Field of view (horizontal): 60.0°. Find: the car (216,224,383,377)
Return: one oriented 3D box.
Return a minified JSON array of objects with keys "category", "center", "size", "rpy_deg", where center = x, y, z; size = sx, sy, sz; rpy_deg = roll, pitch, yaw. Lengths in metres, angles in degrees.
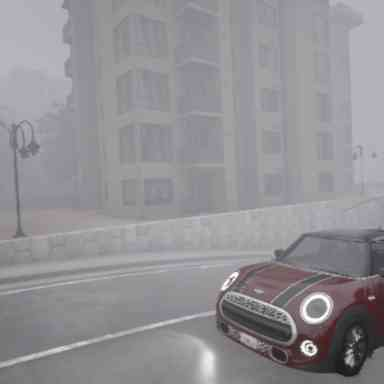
[{"category":"car","center":[2.608,1.486,5.854],"size":[4.553,1.767,2.097],"rpy_deg":[2,-1,-36]}]
